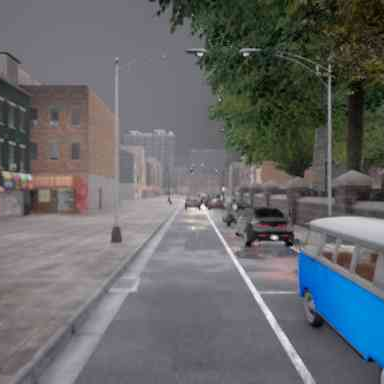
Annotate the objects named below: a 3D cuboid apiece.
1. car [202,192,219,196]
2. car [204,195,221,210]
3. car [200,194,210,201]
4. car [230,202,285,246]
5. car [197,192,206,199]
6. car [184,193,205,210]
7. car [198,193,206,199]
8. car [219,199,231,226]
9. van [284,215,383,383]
[{"bbox_3d":[2.642,1.039,42.471,2.192,1.841,5.009,1,0,0],"label":"car"},{"bbox_3d":[2.640,1.335,37.023,1.802,1.307,4.206,1,0,0],"label":"car"},{"bbox_3d":[2.634,1.145,68.902,1.887,1.381,4.507,1,0,0],"label":"car"},{"bbox_3d":[3.018,1.399,14.604,1.837,1.490,4.892,0,0,0],"label":"car"},{"bbox_3d":[2.633,0.839,90.650,2.192,1.841,5.009,1,0,0],"label":"car"},{"bbox_3d":[0.071,1.236,38.664,2.128,1.511,4.902,0,0,-1],"label":"car"},{"bbox_3d":[2.631,1.086,85.214,1.887,1.381,4.507,1,0,0],"label":"car"},{"bbox_3d":[3.020,1.373,21.605,1.812,1.442,4.674,0,0,0],"label":"car"},{"bbox_3d":[2.649,1.309,4.325,1.690,1.788,3.998,1,0,0],"label":"van"}]
